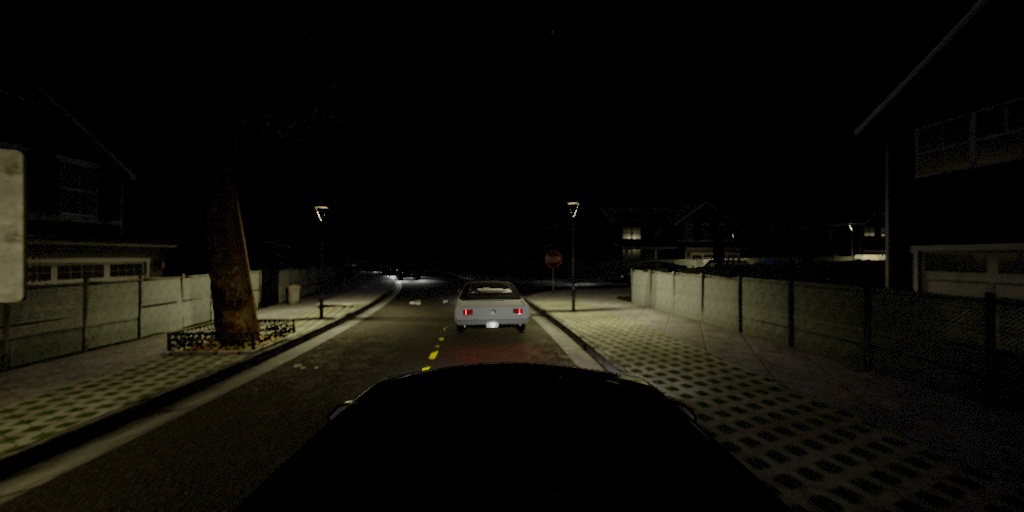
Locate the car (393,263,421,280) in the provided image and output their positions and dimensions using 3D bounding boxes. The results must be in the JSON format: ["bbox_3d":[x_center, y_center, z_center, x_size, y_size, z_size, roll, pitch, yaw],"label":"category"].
[{"bbox_3d":[-10.108,1.478,34.805,1.837,1.490,4.892,0,0,-24],"label":"car"}]

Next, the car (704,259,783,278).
[{"bbox_3d":[15.044,1.007,24.054,4.553,1.767,2.097,-1,0,-8],"label":"car"}]

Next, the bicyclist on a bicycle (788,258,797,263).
[{"bbox_3d":[16.735,0.938,21.357,0.582,1.620,1.656,-1,0,-8],"label":"bicyclist on a bicycle"}]

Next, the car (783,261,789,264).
[{"bbox_3d":[19.809,1.071,27.833,5.008,1.535,1.882,-1,0,-9],"label":"car"}]

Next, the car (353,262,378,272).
[{"bbox_3d":[-22.266,1.687,55.272,2.033,1.411,5.357,0,0,-39],"label":"car"}]

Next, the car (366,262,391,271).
[{"bbox_3d":[-22.396,1.716,60.039,2.033,1.411,5.357,0,0,-41],"label":"car"}]

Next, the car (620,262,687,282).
[{"bbox_3d":[10.427,1.199,26.391,4.902,1.511,2.128,-1,0,-8],"label":"car"}]

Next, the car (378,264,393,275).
[{"bbox_3d":[-14.562,1.640,43.807,1.895,1.301,4.718,0,0,-30],"label":"car"}]

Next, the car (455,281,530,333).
[{"bbox_3d":[-0.730,1.416,11.015,1.895,1.301,4.718,0,0,-7],"label":"car"}]
